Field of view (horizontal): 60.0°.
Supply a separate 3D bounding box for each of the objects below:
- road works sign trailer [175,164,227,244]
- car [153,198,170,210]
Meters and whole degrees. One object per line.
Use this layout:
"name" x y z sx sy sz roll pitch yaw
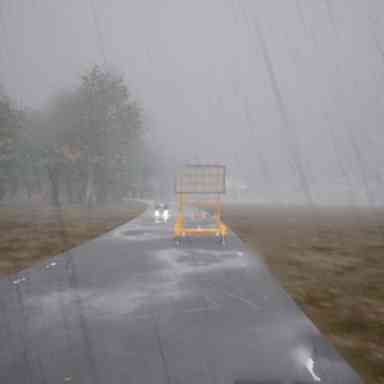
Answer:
"road works sign trailer" 0.371 0.473 15.843 2.380 3.560 2.880 0 0 0
"car" -3.906 1.514 43.039 2.128 1.511 4.902 0 0 -5
